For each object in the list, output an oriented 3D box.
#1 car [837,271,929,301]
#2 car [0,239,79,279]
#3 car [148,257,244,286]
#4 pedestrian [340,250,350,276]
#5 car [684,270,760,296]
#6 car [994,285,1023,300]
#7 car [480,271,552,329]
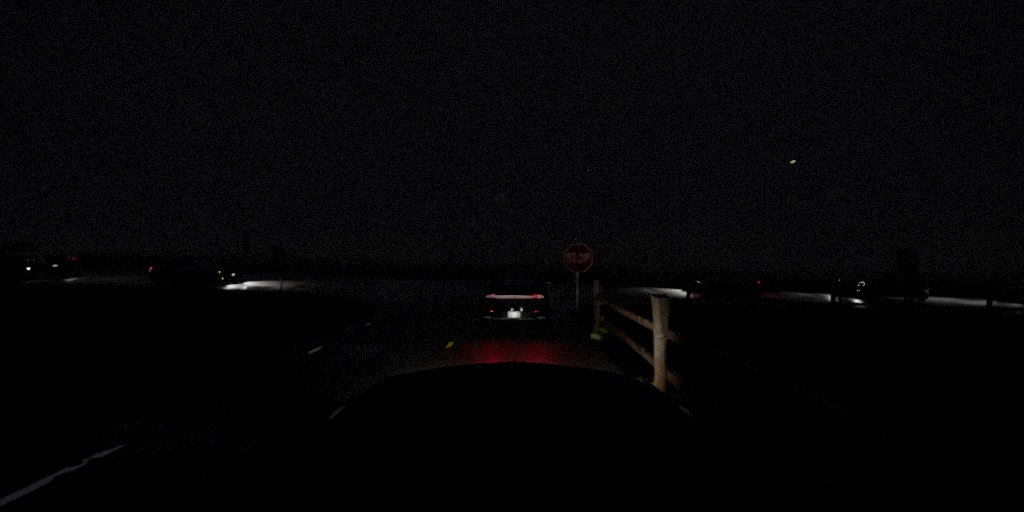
[{"bbox_3d":[23.133,1.728,22.592,4.553,1.767,2.097,2,3,0],"label":"car"},{"bbox_3d":[-28.040,0.091,19.862,5.566,2.045,2.150,2,3,1],"label":"car"},{"bbox_3d":[-17.393,0.788,19.837,4.181,1.385,1.994,2,3,0],"label":"car"},{"bbox_3d":[-12.040,0.459,25.766,0.375,1.860,0.375,0,1,0],"label":"pedestrian"},{"bbox_3d":[13.194,1.630,22.630,4.181,1.385,1.994,2,3,-1],"label":"car"},{"bbox_3d":[33.258,2.285,22.552,4.718,1.301,1.895,2,3,0],"label":"car"},{"bbox_3d":[0.199,1.206,11.131,2.128,1.511,4.902,0,0,4],"label":"car"}]
